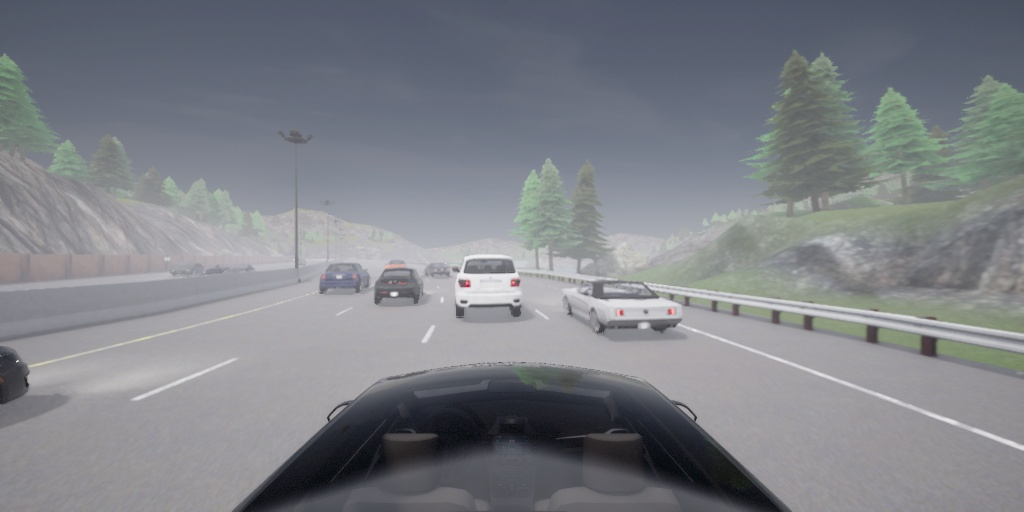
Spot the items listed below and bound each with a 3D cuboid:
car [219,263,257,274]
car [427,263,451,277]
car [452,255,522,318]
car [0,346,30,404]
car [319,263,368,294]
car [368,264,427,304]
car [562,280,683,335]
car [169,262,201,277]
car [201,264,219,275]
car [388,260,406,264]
[{"bbox_3d":[-26.081,1.444,34.565,1.812,1.442,4.674,0,0,-24],"label":"car"},{"bbox_3d":[-7.598,1.368,36.273,2.033,1.411,5.357,0,0,-23],"label":"car"},{"bbox_3d":[-1.020,0.987,13.427,2.150,2.045,5.566,0,0,-8],"label":"car"},{"bbox_3d":[-7.127,1.294,2.533,1.837,1.490,4.892,0,0,-1],"label":"car"},{"bbox_3d":[-9.877,1.172,21.479,2.097,1.767,4.553,0,0,-14],"label":"car"},{"bbox_3d":[-5.195,1.296,16.872,1.837,1.490,4.892,0,0,-10],"label":"car"},{"bbox_3d":[2.865,1.343,10.582,1.895,1.301,4.718,0,0,-6],"label":"car"},{"bbox_3d":[-36.253,1.480,40.294,1.837,1.490,4.892,0,1,-24],"label":"car"},{"bbox_3d":[-32.288,1.558,39.962,1.895,1.301,4.718,0,0,-24],"label":"car"},{"bbox_3d":[-12.629,1.202,39.026,2.097,1.767,4.553,0,0,-23],"label":"car"}]
